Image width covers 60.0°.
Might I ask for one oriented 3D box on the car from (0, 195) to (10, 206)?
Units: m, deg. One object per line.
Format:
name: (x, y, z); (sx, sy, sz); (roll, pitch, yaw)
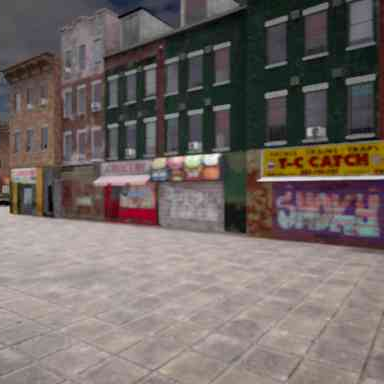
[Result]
car: (-19.975, 0.953, 34.950); (1.947, 1.339, 4.313); (1, 1, 35)
